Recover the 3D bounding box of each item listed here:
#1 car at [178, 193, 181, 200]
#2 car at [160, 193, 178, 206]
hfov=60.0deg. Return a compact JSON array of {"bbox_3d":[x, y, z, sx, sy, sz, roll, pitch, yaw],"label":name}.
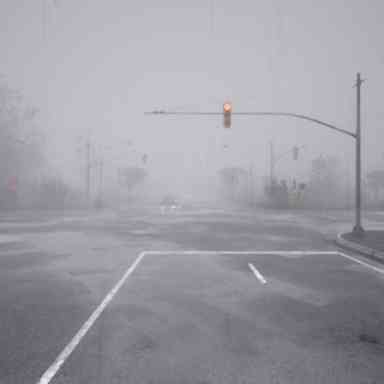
[{"bbox_3d":[-3.353,0.964,72.657,1.812,1.442,4.674,0,1,0],"label":"car"},{"bbox_3d":[-3.400,1.308,47.662,1.837,1.490,4.892,0,2,0],"label":"car"}]
